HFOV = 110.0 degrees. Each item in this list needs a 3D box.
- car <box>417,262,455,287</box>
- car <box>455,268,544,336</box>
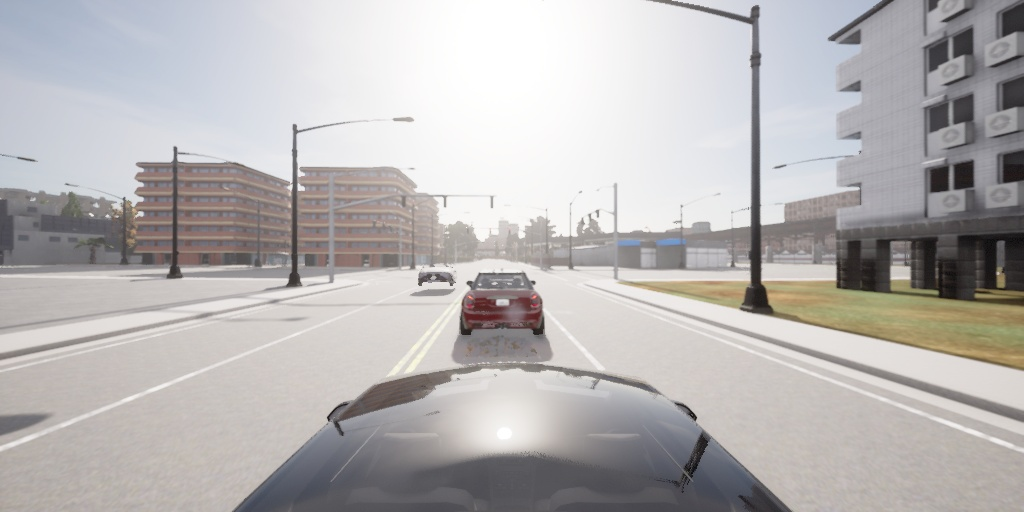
[{"bbox_3d":[-4.448,1.034,21.839,1.994,1.385,4.181,0,0,-3],"label":"car"},{"bbox_3d":[-0.319,1.136,10.696,2.097,1.767,4.553,0,0,-2],"label":"car"}]
